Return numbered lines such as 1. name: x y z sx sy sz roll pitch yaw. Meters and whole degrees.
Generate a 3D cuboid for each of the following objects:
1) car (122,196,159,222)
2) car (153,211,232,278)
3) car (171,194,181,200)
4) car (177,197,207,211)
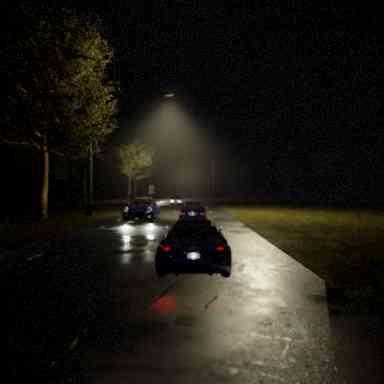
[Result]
1. car: -3.584 1.133 23.860 2.097 1.767 4.553 0 1 0
2. car: 0.066 1.487 9.974 1.994 1.385 4.181 0 0 1
3. car: -3.475 1.171 72.800 1.895 1.301 4.718 0 0 0
4. car: 0.052 1.341 22.843 2.033 1.411 5.357 0 1 1
